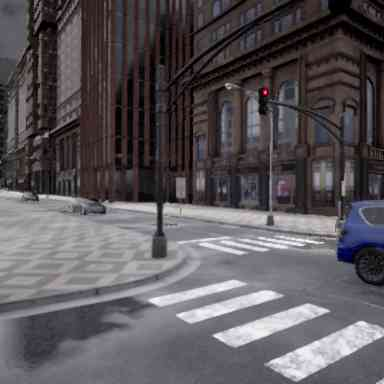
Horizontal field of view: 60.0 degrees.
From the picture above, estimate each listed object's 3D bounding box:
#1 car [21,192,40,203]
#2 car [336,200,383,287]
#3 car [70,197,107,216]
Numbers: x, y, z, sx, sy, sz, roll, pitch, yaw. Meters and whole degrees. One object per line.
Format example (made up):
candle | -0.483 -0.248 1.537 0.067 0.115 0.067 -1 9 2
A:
car | -23.321 0.737 47.981 1.837 1.490 4.892 0 1 -36
car | 6.038 1.262 7.253 2.150 2.045 5.566 0 1 -36
car | -8.644 1.181 27.621 1.837 1.490 4.892 0 1 -36
